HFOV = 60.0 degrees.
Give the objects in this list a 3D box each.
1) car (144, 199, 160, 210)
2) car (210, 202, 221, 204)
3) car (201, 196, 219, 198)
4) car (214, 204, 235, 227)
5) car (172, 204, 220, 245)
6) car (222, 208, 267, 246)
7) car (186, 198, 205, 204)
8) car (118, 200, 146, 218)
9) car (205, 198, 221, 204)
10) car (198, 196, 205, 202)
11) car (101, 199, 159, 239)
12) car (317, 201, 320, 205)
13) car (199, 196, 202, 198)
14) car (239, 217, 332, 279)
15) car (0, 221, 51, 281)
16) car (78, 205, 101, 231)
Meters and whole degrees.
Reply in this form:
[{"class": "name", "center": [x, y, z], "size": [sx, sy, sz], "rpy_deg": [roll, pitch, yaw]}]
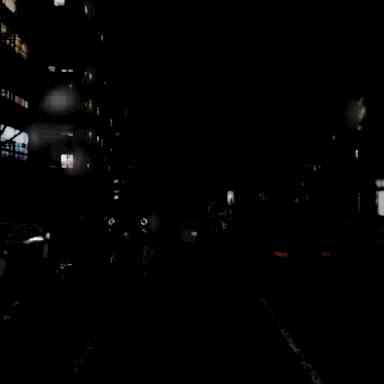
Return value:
[{"class": "car", "center": [-5.702, 1.771, 48.464], "size": [1.752, 1.417, 4.829], "rpy_deg": [0, 0, 0]}, {"class": "car", "center": [2.684, 1.696, 26.477], "size": [1.947, 1.339, 4.313], "rpy_deg": [0, 0, 0]}, {"class": "car", "center": [2.681, 1.533, 43.097], "size": [2.192, 1.841, 5.009], "rpy_deg": [0, 0, 0]}, {"class": "car", "center": [2.685, 1.651, 20.937], "size": [2.008, 1.369, 4.403], "rpy_deg": [0, 0, 0]}, {"class": "car", "center": [0.092, 1.552, 15.947], "size": [1.882, 1.535, 5.008], "rpy_deg": [0, 0, 0]}, {"class": "car", "center": [2.686, 1.637, 15.400], "size": [1.947, 1.339, 4.313], "rpy_deg": [0, 0, 0]}, {"class": "car", "center": [0.090, 1.647, 33.921], "size": [1.882, 1.535, 5.008], "rpy_deg": [0, 0, 0]}, {"class": "car", "center": [-5.698, 1.599, 32.016], "size": [1.967, 1.590, 4.097], "rpy_deg": [0, 0, 0]}, {"class": "car", "center": [2.682, 1.715, 37.726], "size": [1.752, 1.417, 4.829], "rpy_deg": [0, 0, 0]}, {"class": "car", "center": [2.669, 1.957, 92.284], "size": [1.967, 1.590, 4.097], "rpy_deg": [0, 0, 0]}, {"class": "car", "center": [-3.105, 1.437, 17.960], "size": [2.097, 1.767, 4.553], "rpy_deg": [0, 0, 0]}, {"class": "car", "center": [26.137, 1.994, 63.130], "size": [4.507, 1.381, 1.887], "rpy_deg": [0, -1, 0]}, {"class": "car", "center": [2.670, 2.028, 86.586], "size": [2.008, 1.369, 4.403], "rpy_deg": [0, 0, 0]}, {"class": "car", "center": [2.688, 1.626, 9.860], "size": [1.802, 1.307, 4.206], "rpy_deg": [0, 0, 0]}, {"class": "car", "center": [-5.692, 1.595, 9.858], "size": [2.008, 1.369, 4.403], "rpy_deg": [0, 0, 0]}, {"class": "car", "center": [-5.696, 1.541, 20.936], "size": [1.967, 1.590, 4.097], "rpy_deg": [0, 0, 0]}]
